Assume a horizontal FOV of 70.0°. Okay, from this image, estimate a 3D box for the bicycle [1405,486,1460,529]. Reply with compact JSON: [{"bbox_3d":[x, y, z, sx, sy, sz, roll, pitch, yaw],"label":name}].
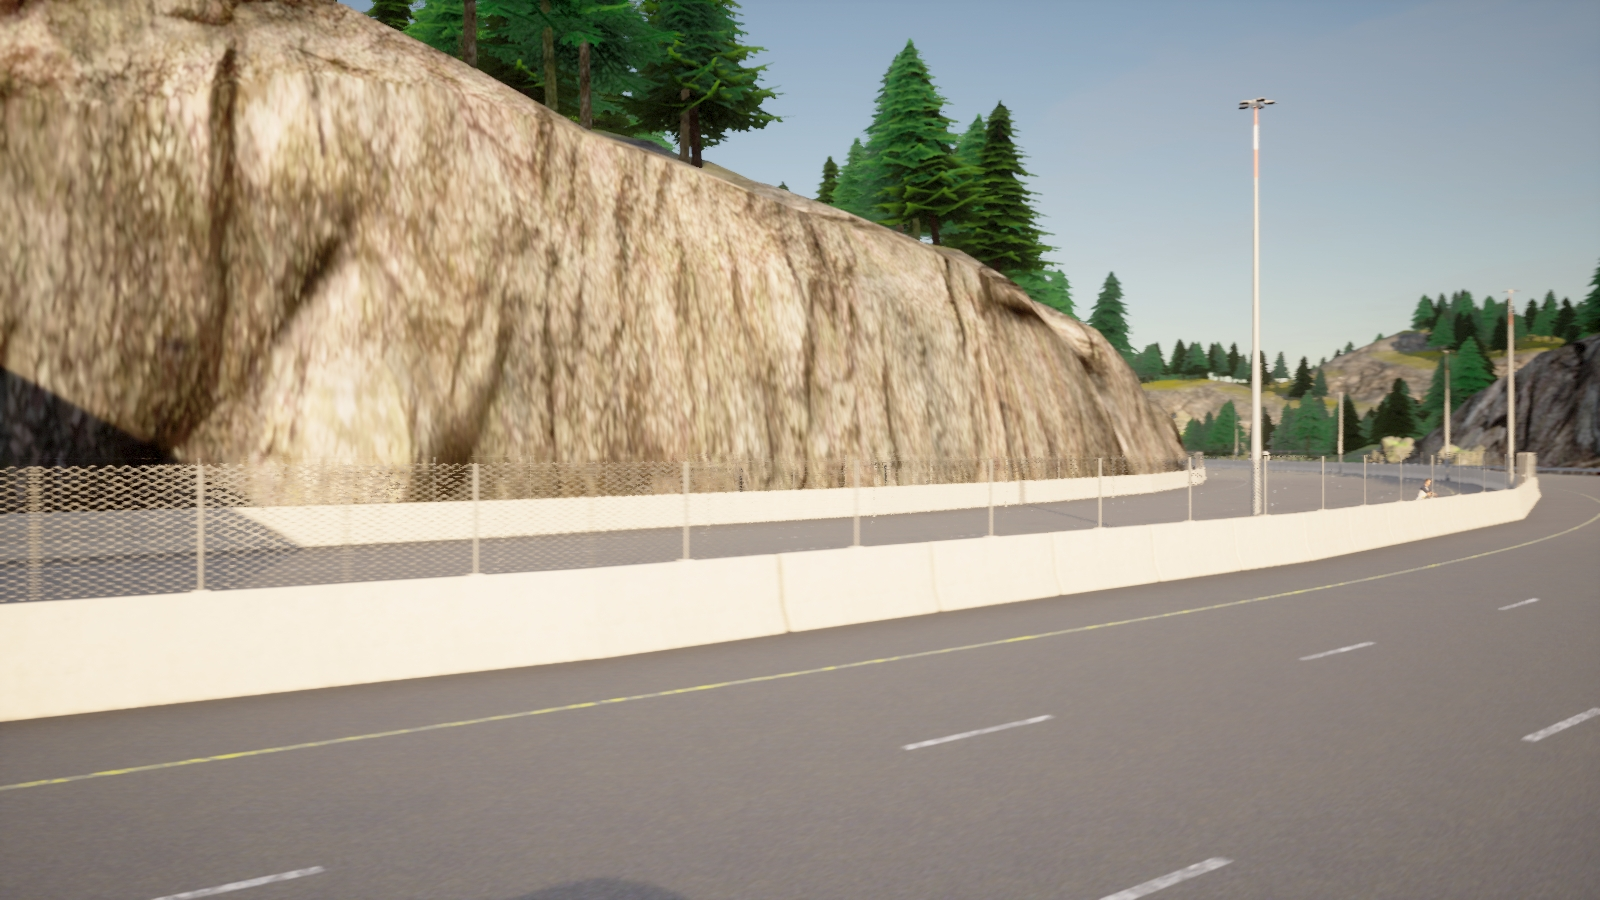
[{"bbox_3d":[22.453,2.042,40.564,0.373,1.514,1.643,5,-6,-44],"label":"bicycle"}]
